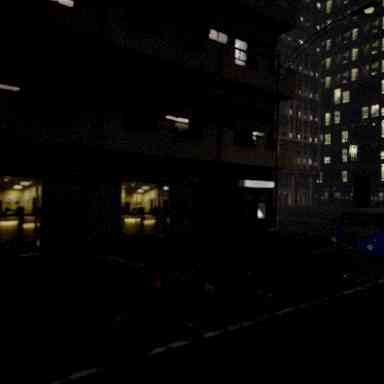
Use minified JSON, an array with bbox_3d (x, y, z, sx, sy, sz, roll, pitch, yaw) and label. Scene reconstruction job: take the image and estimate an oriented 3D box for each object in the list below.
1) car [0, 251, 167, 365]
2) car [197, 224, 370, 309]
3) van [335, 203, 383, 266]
[{"bbox_3d":[-2.358,1.587,4.821,4.206,1.307,1.802,0,1,-35],"label":"car"},{"bbox_3d":[2.151,1.610,8.038,4.313,1.339,1.947,0,1,-35],"label":"car"},{"bbox_3d":[6.568,1.424,11.392,3.998,1.788,1.690,0,1,-35],"label":"van"}]
